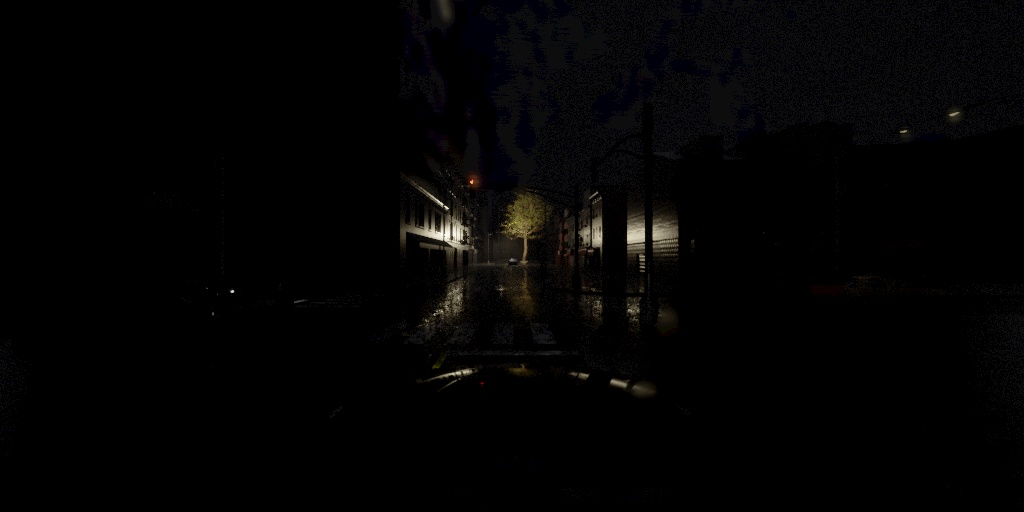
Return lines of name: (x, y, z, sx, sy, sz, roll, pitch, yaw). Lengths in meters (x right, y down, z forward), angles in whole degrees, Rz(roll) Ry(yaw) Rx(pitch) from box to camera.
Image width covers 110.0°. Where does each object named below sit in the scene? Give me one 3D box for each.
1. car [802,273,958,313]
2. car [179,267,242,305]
car: (13.904, 1.346, 13.654, 4.829, 1.417, 1.751, 0, 0, 0)
car: (-13.757, 1.178, 14.542, 4.892, 1.490, 1.837, 0, 0, 0)
